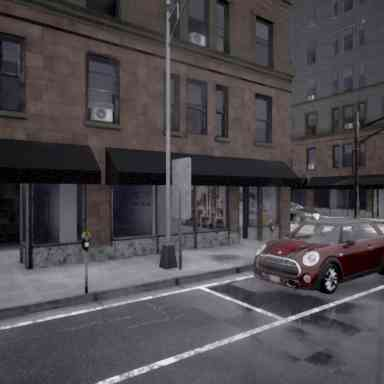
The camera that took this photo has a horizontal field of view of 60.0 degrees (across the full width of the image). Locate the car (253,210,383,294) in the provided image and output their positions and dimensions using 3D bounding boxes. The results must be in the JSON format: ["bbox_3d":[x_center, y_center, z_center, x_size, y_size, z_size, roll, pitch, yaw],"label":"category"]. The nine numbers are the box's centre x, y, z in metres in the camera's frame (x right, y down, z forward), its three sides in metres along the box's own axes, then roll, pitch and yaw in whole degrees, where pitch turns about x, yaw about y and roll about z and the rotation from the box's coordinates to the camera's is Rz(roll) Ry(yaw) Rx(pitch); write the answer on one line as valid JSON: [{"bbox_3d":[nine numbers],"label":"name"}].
[{"bbox_3d":[3.494,1.440,8.692,4.097,1.590,1.967,0,0,-36],"label":"car"}]

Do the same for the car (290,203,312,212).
[{"bbox_3d":[7.101,1.536,24.645,2.128,1.511,4.902,0,0,-35],"label":"car"}]
